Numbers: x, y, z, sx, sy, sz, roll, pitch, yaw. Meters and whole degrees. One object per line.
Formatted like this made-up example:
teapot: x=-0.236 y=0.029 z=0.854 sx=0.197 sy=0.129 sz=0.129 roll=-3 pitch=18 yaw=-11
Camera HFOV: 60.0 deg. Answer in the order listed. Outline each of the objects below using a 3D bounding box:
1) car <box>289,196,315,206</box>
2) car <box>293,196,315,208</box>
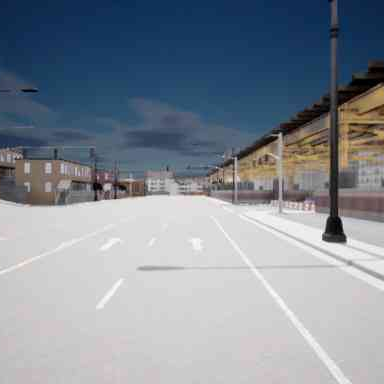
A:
car: x=15.969 y=1.259 z=48.164 sx=1.853 sy=1.218 sz=4.536 roll=0 pitch=0 yaw=44
car: x=15.976 y=1.258 z=43.476 sx=1.853 sy=1.218 sz=4.536 roll=0 pitch=0 yaw=-36
